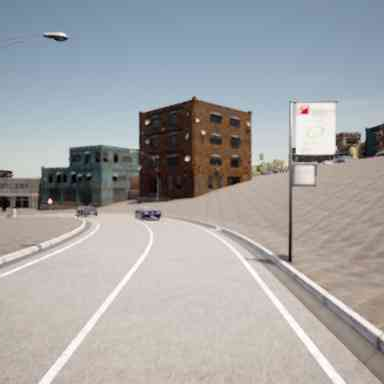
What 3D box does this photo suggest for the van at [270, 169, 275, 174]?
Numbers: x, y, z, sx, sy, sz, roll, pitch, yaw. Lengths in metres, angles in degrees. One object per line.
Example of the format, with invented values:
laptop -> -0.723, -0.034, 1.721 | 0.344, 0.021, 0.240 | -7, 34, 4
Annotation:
van -> 20.812, -4.754, 80.009 | 1.878, 1.987, 4.442 | 0, 0, -1

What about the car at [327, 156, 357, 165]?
car -> 21.516, -4.305, 46.914 | 2.185, 1.767, 4.553 | 0, 1, -1

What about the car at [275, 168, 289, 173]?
car -> 20.926, -4.480, 74.614 | 2.231, 1.521, 4.892 | 0, 1, -1

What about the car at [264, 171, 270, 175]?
car -> 20.693, -4.532, 85.652 | 2.002, 1.452, 4.674 | 0, 0, -1

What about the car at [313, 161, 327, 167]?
car -> 21.400, -4.204, 52.407 | 2.002, 1.452, 4.674 | 0, 1, -1

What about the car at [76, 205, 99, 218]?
car -> -13.575, 2.492, 43.035 | 1.837, 1.490, 4.892 | 0, -3, -34

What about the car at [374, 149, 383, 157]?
car -> 21.749, -4.048, 35.977 | 2.231, 1.521, 4.892 | 0, 1, -1

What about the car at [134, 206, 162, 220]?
car -> -4.620, 2.126, 34.052 | 1.895, 1.301, 4.718 | 0, -1, -21

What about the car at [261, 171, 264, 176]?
car -> 20.575, -4.859, 91.136 | 2.435, 2.045, 5.566 | 0, 0, -1
